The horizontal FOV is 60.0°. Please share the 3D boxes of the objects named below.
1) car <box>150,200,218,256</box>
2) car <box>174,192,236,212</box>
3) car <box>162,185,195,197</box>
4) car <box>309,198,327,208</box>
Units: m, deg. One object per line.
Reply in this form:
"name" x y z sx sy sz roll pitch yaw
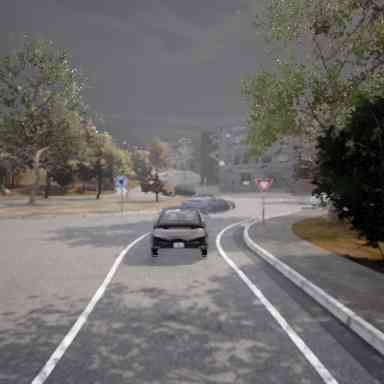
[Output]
"car" -0.378 1.282 12.185 2.128 1.511 4.902 0 2 0
"car" 1.321 0.929 26.035 2.033 1.411 5.357 1 2 39
"car" -2.140 -0.153 52.542 5.566 2.045 2.150 1 1 36
"car" 13.094 0.780 30.556 4.674 1.442 1.812 1 1 -10
